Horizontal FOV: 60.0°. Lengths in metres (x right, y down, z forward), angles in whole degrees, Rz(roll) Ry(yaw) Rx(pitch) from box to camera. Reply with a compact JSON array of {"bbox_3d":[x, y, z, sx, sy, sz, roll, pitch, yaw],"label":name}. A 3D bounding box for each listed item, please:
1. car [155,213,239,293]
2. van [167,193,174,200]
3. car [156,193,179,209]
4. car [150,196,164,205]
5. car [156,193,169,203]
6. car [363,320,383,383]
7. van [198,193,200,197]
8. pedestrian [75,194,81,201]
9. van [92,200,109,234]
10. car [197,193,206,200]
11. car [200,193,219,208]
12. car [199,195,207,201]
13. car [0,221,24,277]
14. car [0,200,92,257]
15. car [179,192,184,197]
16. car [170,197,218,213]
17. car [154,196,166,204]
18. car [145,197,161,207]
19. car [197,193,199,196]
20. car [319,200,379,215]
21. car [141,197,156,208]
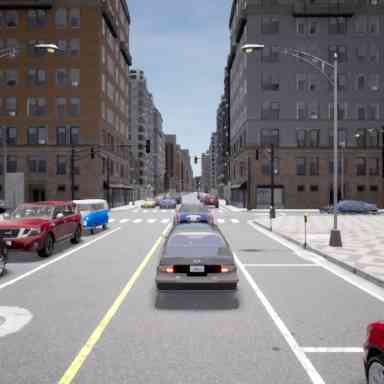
[{"bbox_3d":[0.091,1.547,8.995,2.033,1.411,5.357,0,0,0],"label":"car"},{"bbox_3d":[-5.969,1.143,90.955,1.690,1.788,3.998,0,0,0],"label":"van"},{"bbox_3d":[-3.151,1.290,44.296,2.097,1.767,4.553,0,0,0],"label":"car"},{"bbox_3d":[-5.927,1.429,56.855,1.752,1.417,4.829,0,0,0],"label":"car"},{"bbox_3d":[-5.941,1.186,68.335,2.192,1.841,5.009,0,0,0],"label":"car"},{"bbox_3d":[2.666,1.545,1.764,1.887,1.381,4.507,0,0,0],"label":"car"},{"bbox_3d":[2.592,1.229,62.669,1.690,1.788,3.998,0,0,0],"label":"van"},{"bbox_3d":[-12.597,1.093,36.657,0.375,1.860,0.375,0,0,1],"label":"pedestrian"},{"bbox_3d":[-5.881,1.337,18.699,1.690,1.788,3.998,0,0,0],"label":"van"},{"bbox_3d":[2.556,1.117,90.951,2.192,1.841,5.009,0,0,0],"label":"car"},{"bbox_3d":[2.613,1.249,45.698,2.192,1.841,5.009,0,0,0],"label":"car"},{"bbox_3d":[2.570,1.419,79.639,1.802,1.307,4.206,0,0,0],"label":"car"},{"bbox_3d":[-5.867,1.565,7.418,1.947,1.339,4.313,0,0,0],"label":"car"},{"bbox_3d":[-5.874,1.314,13.058,2.192,1.841,5.009,0,0,0],"label":"car"},{"bbox_3d":[-3.110,1.123,58.015,2.150,2.045,5.566,0,0,4],"label":"car"},{"bbox_3d":[0.071,1.349,18.468,2.097,1.767,4.553,0,0,0],"label":"car"},{"bbox_3d":[-5.934,1.414,62.510,1.752,1.417,4.829,0,0,0],"label":"car"},{"bbox_3d":[-5.920,1.485,51.371,1.947,1.339,4.313,0,0,0],"label":"car"},{"bbox_3d":[2.577,1.379,74.152,1.752,1.417,4.829,0,0,0],"label":"car"},{"bbox_3d":[15.603,1.504,33.227,5.357,1.411,2.033,0,0,1],"label":"car"},{"bbox_3d":[-5.913,1.460,45.545,1.752,1.417,4.829,0,0,0],"label":"car"}]
